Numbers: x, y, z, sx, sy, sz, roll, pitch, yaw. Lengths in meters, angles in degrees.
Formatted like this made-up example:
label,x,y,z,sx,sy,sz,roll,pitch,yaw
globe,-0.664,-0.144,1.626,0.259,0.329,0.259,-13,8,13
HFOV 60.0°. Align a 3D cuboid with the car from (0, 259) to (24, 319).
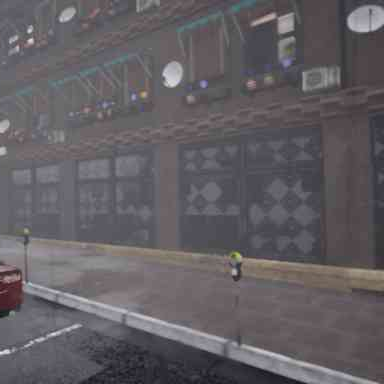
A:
label,x,y,z,sx,sy,sz,roll,pitch,yaw
car,-4.976,1.586,6.295,4.507,1.381,1.887,0,-2,36
